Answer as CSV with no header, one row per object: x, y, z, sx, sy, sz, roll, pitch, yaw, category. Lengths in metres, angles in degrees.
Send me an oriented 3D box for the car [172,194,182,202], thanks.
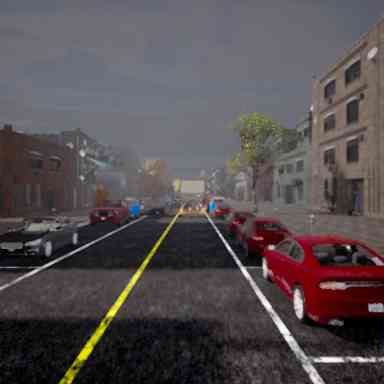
-2.965,1.541,73.009,1.812,1.442,4.674,0,0,0,car

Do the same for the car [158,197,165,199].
-5.669,1.584,51.487,1.967,1.590,4.097,-1,0,0,car

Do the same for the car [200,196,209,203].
2.725,1.730,73.847,1.752,1.417,4.829,-1,0,0,car

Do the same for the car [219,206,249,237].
2.697,1.633,18.195,1.802,1.307,4.206,-1,0,0,car

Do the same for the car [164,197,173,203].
-5.654,1.802,79.229,1.802,1.307,4.206,-1,0,0,car

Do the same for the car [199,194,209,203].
2.724,1.534,79.228,2.192,1.841,5.009,-1,0,0,car

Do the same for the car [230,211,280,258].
2.693,1.618,12.646,1.802,1.307,4.206,-1,0,0,car

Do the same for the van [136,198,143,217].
-5.681,1.424,29.294,1.690,1.788,3.998,-1,0,0,van

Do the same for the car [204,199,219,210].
2.710,1.710,45.936,1.802,1.307,4.206,-1,0,0,car

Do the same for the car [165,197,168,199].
-5.665,1.704,57.035,1.887,1.381,4.507,-1,0,0,car

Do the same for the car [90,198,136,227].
-5.684,1.383,23.746,2.192,1.841,5.009,-1,0,0,car

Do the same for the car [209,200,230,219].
2.702,1.664,29.291,1.802,1.307,4.206,-1,0,0,car

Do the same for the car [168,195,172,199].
-5.659,1.772,68.131,1.802,1.307,4.206,-1,0,0,car

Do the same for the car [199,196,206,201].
2.732,1.831,90.323,1.802,1.307,4.206,-1,0,0,car

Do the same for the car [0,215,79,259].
-5.687,1.587,12.649,2.008,1.369,4.403,-1,0,0,car

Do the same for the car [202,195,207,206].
2.705,1.428,40.389,2.192,1.841,5.009,-1,0,0,car

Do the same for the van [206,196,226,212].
2.702,1.439,34.840,1.690,1.788,3.998,-1,0,0,van

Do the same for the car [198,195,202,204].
2.721,1.755,68.130,1.947,1.339,4.313,-1,0,0,car

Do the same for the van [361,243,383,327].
2.686,1.346,1.551,1.690,1.788,3.998,-1,0,0,van

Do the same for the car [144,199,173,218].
-3.077,1.653,31.604,1.994,1.385,4.181,0,0,0,car

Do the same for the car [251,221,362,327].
2.691,1.565,7.098,1.887,1.381,4.507,-1,0,0,car

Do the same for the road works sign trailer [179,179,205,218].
0.026,0.552,31.125,2.380,3.560,2.880,0,0,0,road works sign trailer

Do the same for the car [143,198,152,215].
-5.677,1.539,34.842,1.967,1.590,4.097,-1,0,0,car
